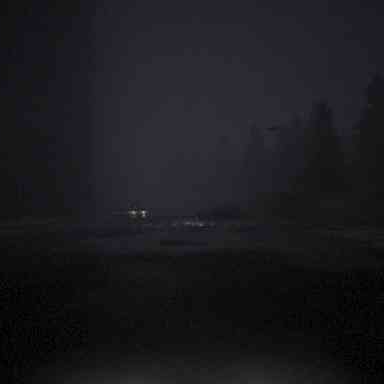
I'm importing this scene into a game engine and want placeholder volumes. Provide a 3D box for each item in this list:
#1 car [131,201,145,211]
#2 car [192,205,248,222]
[{"bbox_3d":[-8.353,2.163,51.166,1.837,1.490,4.892,1,-1,-15],"label":"car"},{"bbox_3d":[2.671,1.940,30.576,5.357,1.411,2.033,0,-1,-31],"label":"car"}]
